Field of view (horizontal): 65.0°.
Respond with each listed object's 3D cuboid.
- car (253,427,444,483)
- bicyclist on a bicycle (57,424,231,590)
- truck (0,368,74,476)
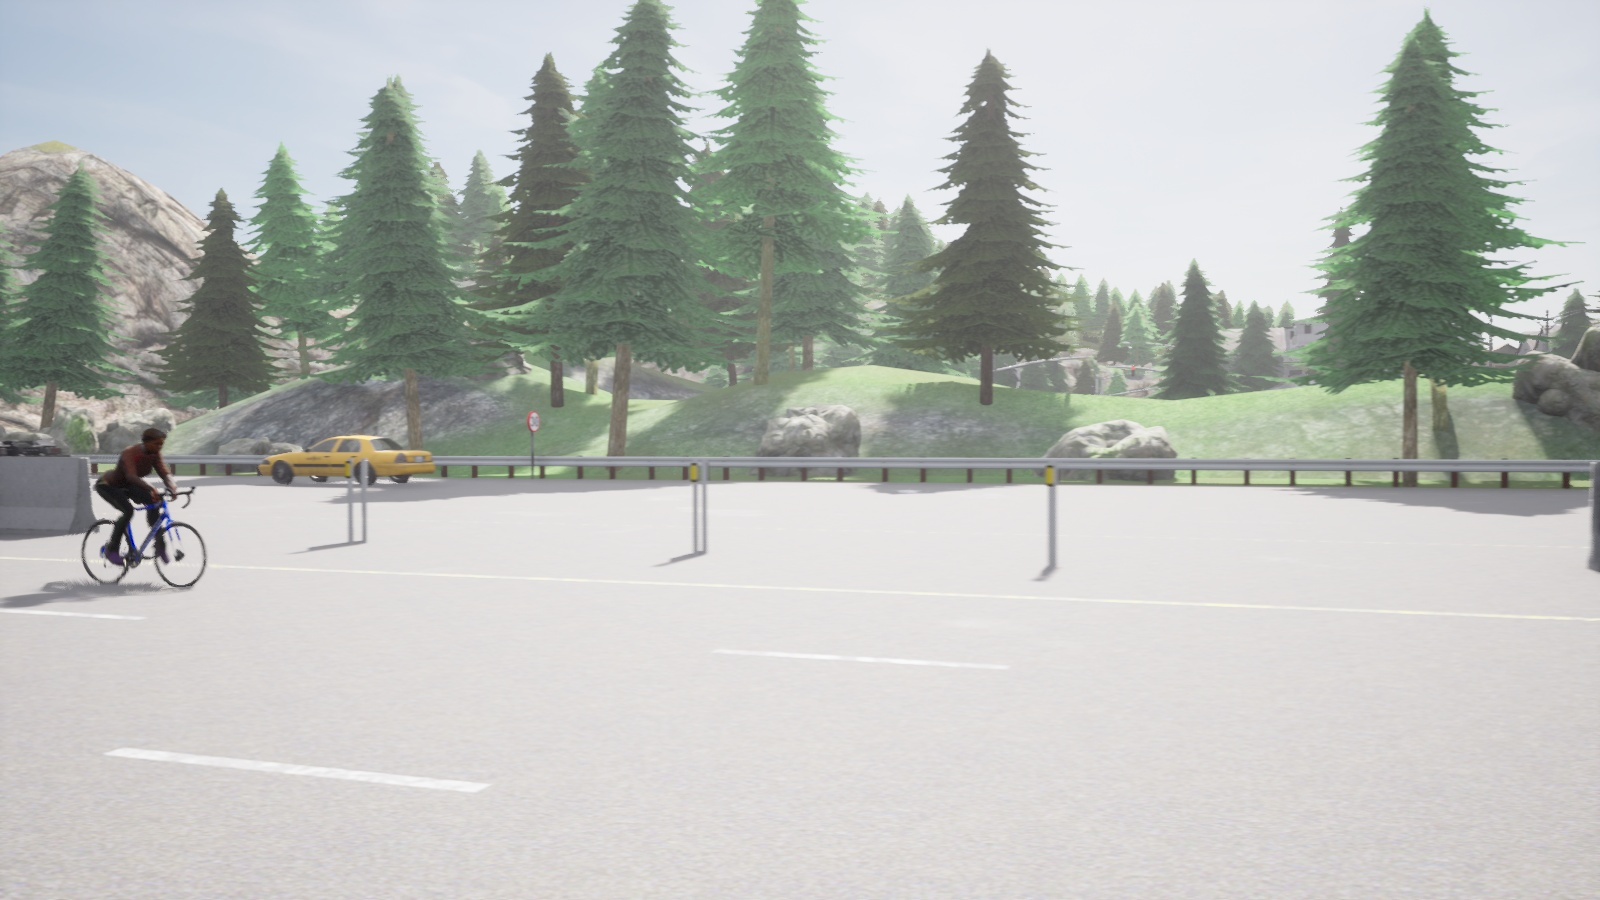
[{"bbox_3d":[-13.384,0.119,37.237,5.366,1.575,1.801,1,1,19],"label":"car"},{"bbox_3d":[-6.702,0.548,12.833,1.656,1.620,0.582,1,1,19],"label":"bicyclist on a bicycle"},{"bbox_3d":[-28.792,-0.943,42.407,7.936,3.462,2.891,1,1,19],"label":"truck"}]
